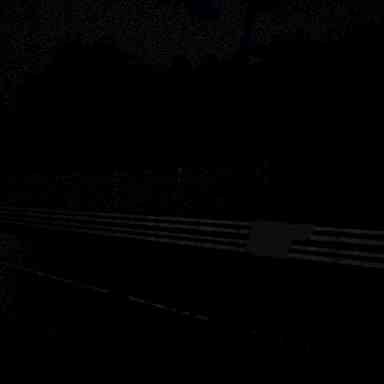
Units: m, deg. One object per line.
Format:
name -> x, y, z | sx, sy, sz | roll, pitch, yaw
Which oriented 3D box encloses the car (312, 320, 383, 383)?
car -> 3.192, 1.503, 1.731 | 4.902, 1.511, 2.128 | 0, 0, 35
